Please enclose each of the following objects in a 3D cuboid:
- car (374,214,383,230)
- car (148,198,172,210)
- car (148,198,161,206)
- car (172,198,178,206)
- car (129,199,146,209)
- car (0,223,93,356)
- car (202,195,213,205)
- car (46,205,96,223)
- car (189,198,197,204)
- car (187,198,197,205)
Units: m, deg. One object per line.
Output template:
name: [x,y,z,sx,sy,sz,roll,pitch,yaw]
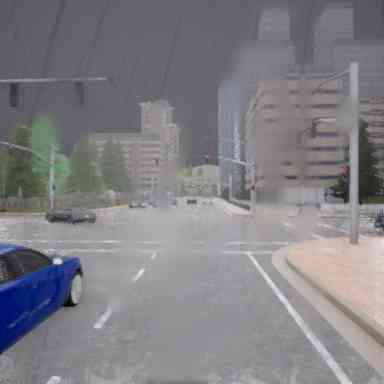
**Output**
car: [13.065,1.704,19.152,4.674,1.442,1.812,0,-1,3]
car: [-4.670,1.809,49.718,2.128,1.511,4.902,0,0,3]
car: [-7.429,1.939,65.671,1.812,1.442,4.674,0,0,3]
car: [-3.912,1.927,65.995,2.128,1.511,4.902,0,0,3]
car: [-8.167,1.797,49.866,2.128,1.511,4.902,0,0,3]
car: [-3.257,1.501,5.057,1.882,1.535,5.008,0,-1,2]
car: [3.399,1.723,72.939,2.150,2.045,5.566,0,0,2]
car: [-9.168,1.699,25.082,4.181,1.385,1.994,0,-1,36]
car: [0.313,2.150,82.792,1.895,1.301,4.718,0,0,2]
car: [-0.086,1.967,73.402,1.882,1.535,5.008,0,0,2]
